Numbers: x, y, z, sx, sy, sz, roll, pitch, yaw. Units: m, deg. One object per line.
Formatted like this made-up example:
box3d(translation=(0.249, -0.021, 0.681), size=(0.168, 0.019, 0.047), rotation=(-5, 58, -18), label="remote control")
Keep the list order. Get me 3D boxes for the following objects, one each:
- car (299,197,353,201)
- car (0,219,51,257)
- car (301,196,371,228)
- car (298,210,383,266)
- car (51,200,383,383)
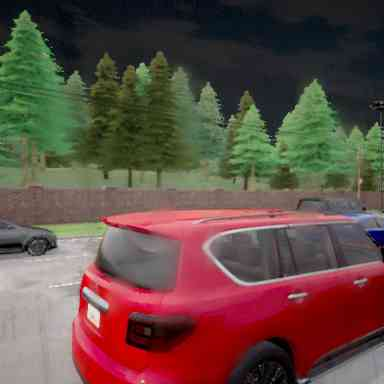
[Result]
box3d(translation=(7.766, 1.323, 17.879), size=(5.566, 2.045, 2.150), rotation=(0, 0, -35), label="car")
box3d(translation=(-6.973, 1.571, 11.669), size=(4.181, 1.385, 1.994), rotation=(0, 0, -35), label="car")
box3d(translation=(10.541, 1.358, 24.153), size=(5.566, 2.045, 2.150), rotation=(0, 0, -35), label="car")
box3d(translation=(6.381, 1.552, 12.593), size=(5.008, 1.535, 1.882), rotation=(0, 0, -35), label="car")
box3d(translation=(1.270, 1.245, 4.650), size=(5.566, 2.045, 2.150), rotation=(0, 0, -35), label="car")
